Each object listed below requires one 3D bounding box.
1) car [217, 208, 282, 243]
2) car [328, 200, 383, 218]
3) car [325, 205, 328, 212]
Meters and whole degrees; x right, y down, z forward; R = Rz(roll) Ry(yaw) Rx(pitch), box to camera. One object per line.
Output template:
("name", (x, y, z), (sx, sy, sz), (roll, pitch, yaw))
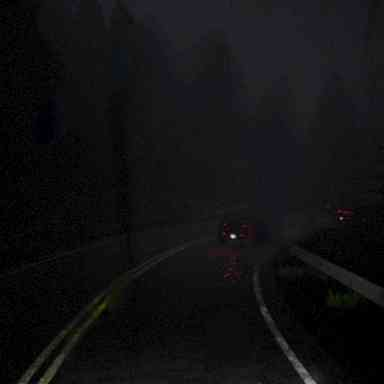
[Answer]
("car", (2.736, 1.481, 15.102), (1.837, 1.490, 4.892), (3, 1, 28))
("car", (12.205, 1.509, 23.221), (4.892, 1.490, 1.837), (0, 5, -24))
("car", (13.389, 1.321, 27.322), (4.718, 1.301, 1.895), (0, 5, -20))
